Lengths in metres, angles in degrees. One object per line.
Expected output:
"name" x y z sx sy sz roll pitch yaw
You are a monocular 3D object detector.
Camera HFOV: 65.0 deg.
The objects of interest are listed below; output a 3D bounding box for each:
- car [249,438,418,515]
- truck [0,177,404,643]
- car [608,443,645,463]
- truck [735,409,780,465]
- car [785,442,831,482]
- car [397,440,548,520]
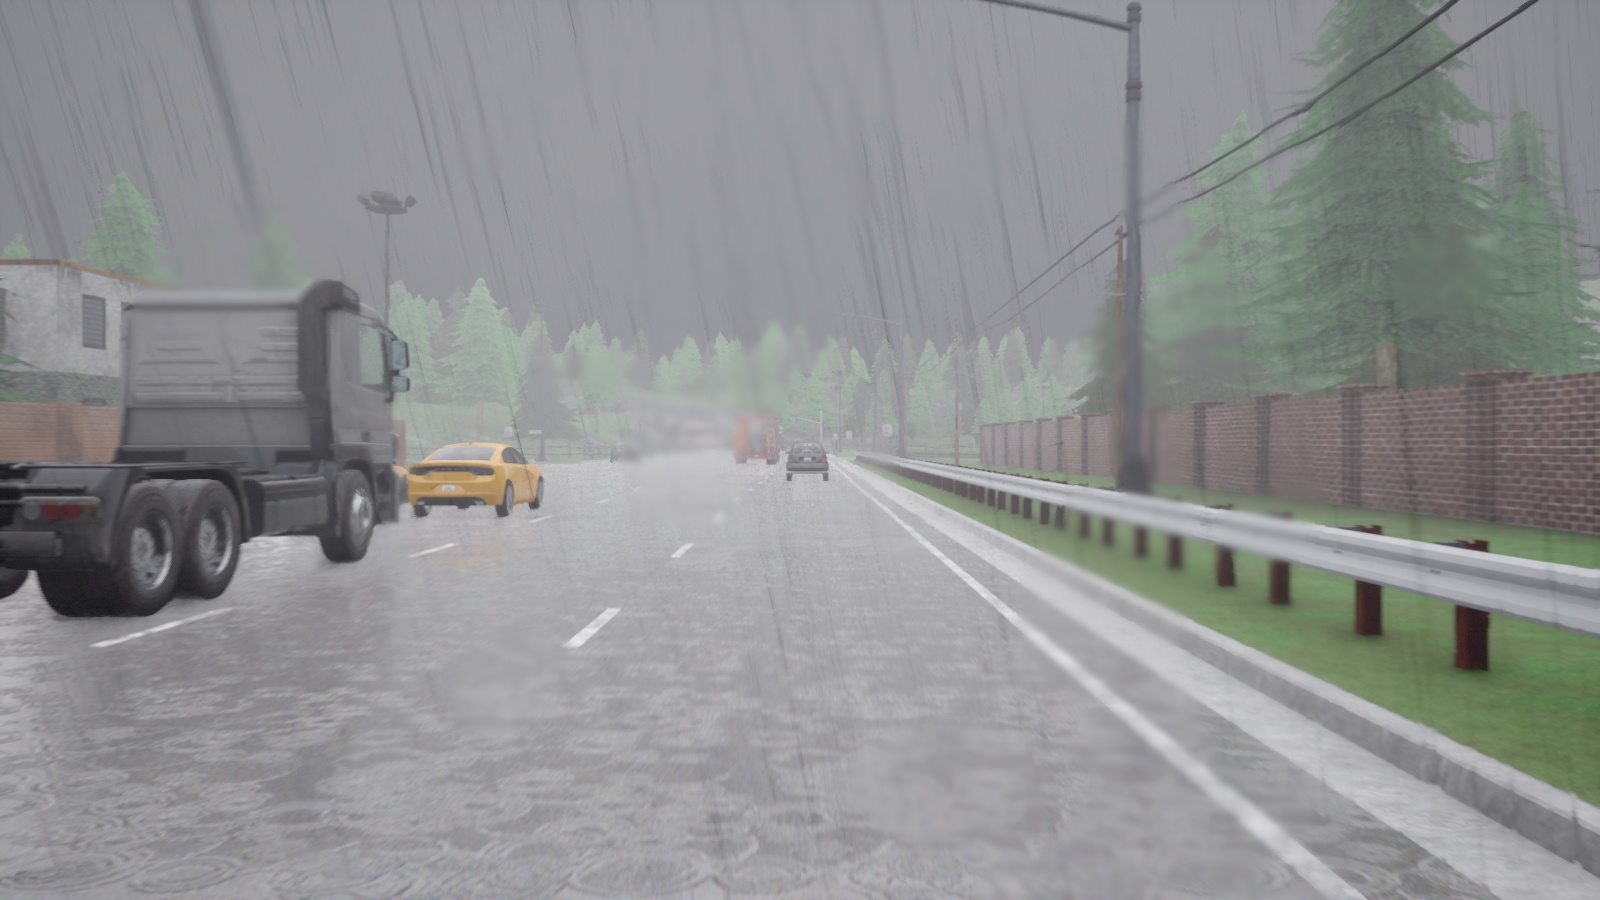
"car" -10.324 0.520 28.276 1.801 1.575 5.366 0 0 0
"truck" -6.908 -0.315 13.307 2.891 3.462 7.936 0 0 0
"car" -13.433 0.194 97.274 2.163 1.488 4.792 0 0 0
"truck" -2.970 -0.924 90.355 2.891 3.827 8.468 0 0 0
"car" 0.303 0.443 50.730 1.789 1.549 3.705 0 0 0
"car" -6.833 0.570 26.771 1.882 1.535 5.008 0 0 0
